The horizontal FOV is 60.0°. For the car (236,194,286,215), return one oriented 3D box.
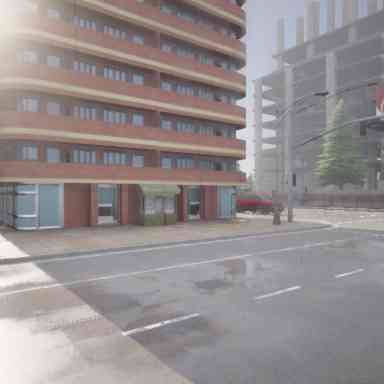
[{"bbox_3d":[6.797,1.221,33.803,2.150,2.045,5.566,0,0,-36],"label":"car"}]

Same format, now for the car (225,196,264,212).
[{"bbox_3d":[6.282,1.352,40.428,2.097,1.767,4.553,0,0,-36],"label":"car"}]
